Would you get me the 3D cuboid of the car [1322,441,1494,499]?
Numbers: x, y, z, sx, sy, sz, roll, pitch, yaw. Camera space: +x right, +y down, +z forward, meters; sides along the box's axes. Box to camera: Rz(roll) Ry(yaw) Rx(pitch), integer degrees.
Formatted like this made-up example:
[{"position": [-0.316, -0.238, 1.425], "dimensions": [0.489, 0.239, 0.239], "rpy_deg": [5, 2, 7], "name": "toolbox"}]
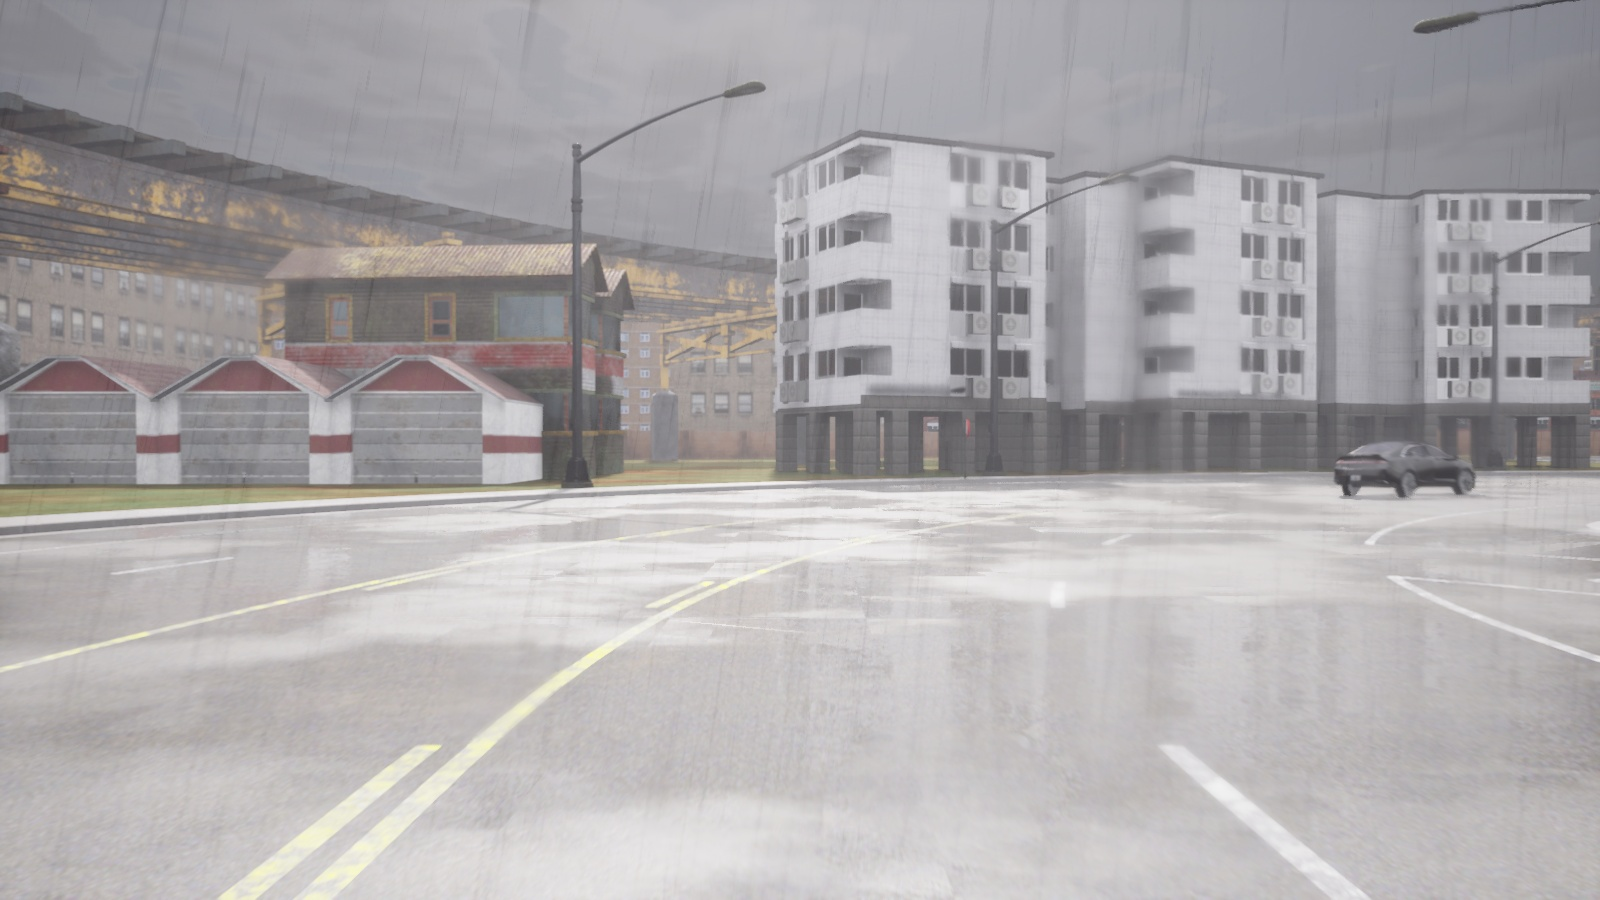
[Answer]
[{"position": [16.960, 0.520, 34.952], "dimensions": [4.902, 1.511, 2.128], "rpy_deg": [0, 0, -34], "name": "car"}]
